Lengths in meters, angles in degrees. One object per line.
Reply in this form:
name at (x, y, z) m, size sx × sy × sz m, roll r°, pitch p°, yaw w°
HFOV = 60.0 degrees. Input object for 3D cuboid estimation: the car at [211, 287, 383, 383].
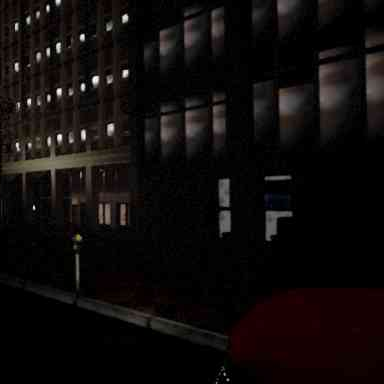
car at (2.676, 1.215, 1.482) m, size 5.566 × 2.045 × 2.150 m, roll -1°, pitch 0°, yaw 35°
